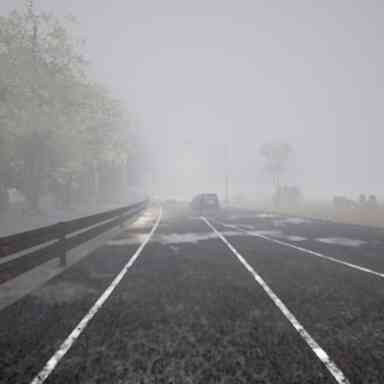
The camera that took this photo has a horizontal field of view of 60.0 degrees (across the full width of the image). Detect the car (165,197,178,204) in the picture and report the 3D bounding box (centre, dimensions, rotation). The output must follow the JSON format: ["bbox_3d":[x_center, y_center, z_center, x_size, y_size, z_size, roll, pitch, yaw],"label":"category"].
[{"bbox_3d":[-3.875,1.584,62.420,1.895,1.301,4.718,0,0,-11],"label":"car"}]

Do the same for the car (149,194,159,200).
[{"bbox_3d":[-10.365,1.509,95.081,1.812,1.442,4.674,0,0,-11],"label":"car"}]

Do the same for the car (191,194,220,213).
[{"bbox_3d":[1.378,1.185,35.987,2.150,2.045,5.566,0,0,-11],"label":"car"}]
